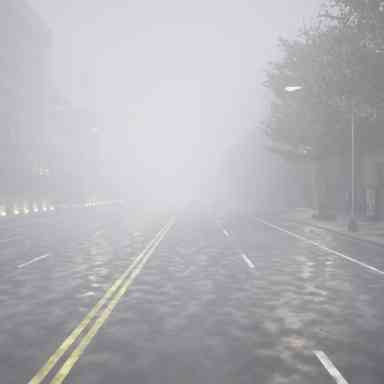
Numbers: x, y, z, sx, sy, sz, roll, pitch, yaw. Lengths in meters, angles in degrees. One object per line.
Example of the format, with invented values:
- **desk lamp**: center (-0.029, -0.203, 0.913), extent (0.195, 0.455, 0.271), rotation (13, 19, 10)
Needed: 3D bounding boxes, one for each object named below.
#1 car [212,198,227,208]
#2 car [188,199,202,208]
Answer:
- **car**: center (3.911, 1.564, 47.306), extent (1.994, 1.385, 4.181), rotation (0, 0, 0)
- **car**: center (0.420, 1.601, 48.240), extent (1.895, 1.301, 4.718), rotation (0, 0, 0)
